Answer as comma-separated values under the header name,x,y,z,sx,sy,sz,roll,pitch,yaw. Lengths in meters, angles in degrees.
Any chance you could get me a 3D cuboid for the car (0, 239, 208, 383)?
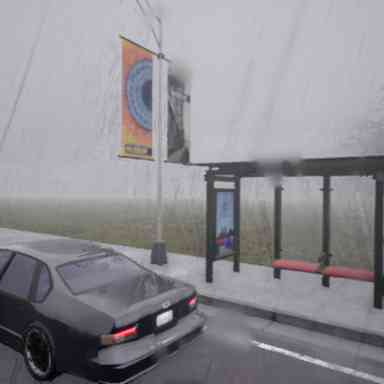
name,x,y,z,sx,sy,sz,roll,pitch,yaw
car,-2.366,1.504,5.371,5.357,1.411,2.033,1,0,35
